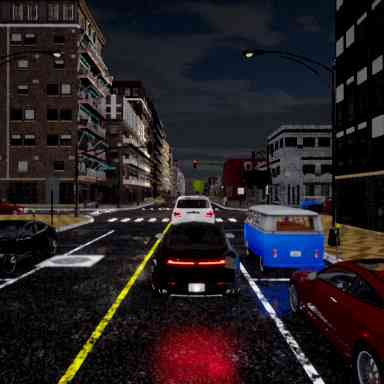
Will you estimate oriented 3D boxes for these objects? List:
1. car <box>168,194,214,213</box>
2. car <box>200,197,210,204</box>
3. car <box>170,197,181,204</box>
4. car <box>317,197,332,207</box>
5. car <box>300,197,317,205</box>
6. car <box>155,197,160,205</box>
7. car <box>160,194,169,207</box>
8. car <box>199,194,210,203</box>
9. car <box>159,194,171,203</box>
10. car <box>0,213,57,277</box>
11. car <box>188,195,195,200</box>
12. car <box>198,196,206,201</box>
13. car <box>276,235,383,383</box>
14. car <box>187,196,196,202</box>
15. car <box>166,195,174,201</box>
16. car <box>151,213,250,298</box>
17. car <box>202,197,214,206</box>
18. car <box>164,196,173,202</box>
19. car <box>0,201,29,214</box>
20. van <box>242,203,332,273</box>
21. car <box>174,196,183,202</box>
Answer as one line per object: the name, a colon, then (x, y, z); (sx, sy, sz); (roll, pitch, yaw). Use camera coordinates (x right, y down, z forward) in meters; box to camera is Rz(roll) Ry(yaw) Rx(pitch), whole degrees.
car: (0.054, 1.225, 18.512); (2.150, 2.045, 5.566); (0, 0, 0)
car: (2.565, 1.634, 66.194); (1.802, 1.307, 4.206); (0, 0, 0)
car: (-3.169, 1.650, 63.952); (1.895, 1.301, 4.718); (0, 0, 0)
car: (14.862, 1.359, 31.244); (5.009, 1.841, 2.192); (0, 0, 0)
car: (15.074, 1.619, 36.997); (5.357, 1.411, 2.033); (0, 0, 2)
car: (-5.804, 1.569, 60.468); (1.752, 1.417, 4.829); (0, 0, 0)
car: (-3.196, 1.383, 50.186); (2.097, 1.767, 4.553); (0, 0, 0)
car: (2.556, 1.376, 71.734); (2.192, 1.841, 5.009); (0, 0, 0)
car: (-5.825, 1.376, 71.717); (2.192, 1.841, 5.009); (0, 0, 0)
car: (-5.707, 1.567, 10.338); (1.947, 1.339, 4.313); (0, 0, 0)
car: (-0.176, 1.584, 91.949); (1.895, 1.301, 4.718); (0, 0, 0)
car: (2.523, 1.643, 88.351); (2.008, 1.369, 4.403); (0, 0, 0)
car: (2.651, 1.582, 4.640); (1.802, 1.307, 4.206); (0, 0, 0)
car: (-0.157, 1.618, 81.499); (2.033, 1.411, 5.357); (0, 0, 0)
car: (-5.858, 1.617, 88.164); (1.752, 1.417, 4.829); (0, 0, 0)
car: (0.081, 1.506, 8.511); (1.837, 1.490, 4.892); (0, 0, 0)
car: (2.587, 1.562, 55.286); (1.752, 1.417, 4.829); (0, 0, 0)
car: (-5.848, 1.632, 82.795); (2.008, 1.369, 4.403); (0, 0, 0)
car: (-17.526, 1.535, 31.101); (4.206, 1.307, 1.802); (0, 0, 0)
van: (2.641, 1.343, 10.329); (1.690, 1.788, 3.998); (0, 0, 0)
car: (-3.153, 1.596, 78.964); (1.812, 1.442, 4.674); (0, 0, 0)
